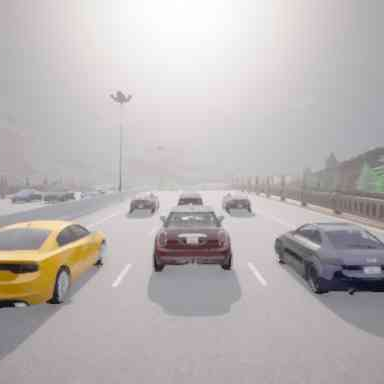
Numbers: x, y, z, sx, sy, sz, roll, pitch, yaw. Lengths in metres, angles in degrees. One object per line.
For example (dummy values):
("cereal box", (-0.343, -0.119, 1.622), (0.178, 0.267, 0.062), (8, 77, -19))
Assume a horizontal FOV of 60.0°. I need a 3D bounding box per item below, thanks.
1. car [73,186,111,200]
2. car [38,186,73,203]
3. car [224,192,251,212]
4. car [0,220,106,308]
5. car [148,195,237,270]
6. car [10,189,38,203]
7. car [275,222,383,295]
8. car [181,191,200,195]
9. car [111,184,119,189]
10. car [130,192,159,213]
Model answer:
("car", (-10.881, 0.310, 36.558), (2.128, 1.511, 4.902), (0, 2, 0))
("car", (-14.378, 0.204, 36.202), (2.097, 1.767, 4.553), (0, 2, 0))
("car", (3.385, 0.716, 25.680), (1.812, 1.442, 4.674), (0, 2, 0))
("car", (-3.484, 1.404, 7.997), (1.882, 1.535, 5.008), (0, 2, 0))
("car", (0.005, 1.177, 10.634), (2.097, 1.767, 4.553), (0, 2, 0))
("car", (-17.879, 0.394, 36.280), (1.812, 1.442, 4.674), (0, 2, 0))
("car", (3.516, 1.439, 8.503), (1.994, 1.385, 4.181), (0, 2, 0))
("car", (-0.121, 0.648, 26.634), (1.882, 1.535, 5.008), (0, 2, 0))
("car", (-18.128, -1.030, 78.376), (1.837, 1.490, 4.892), (0, -2, 0))
("car", (-3.615, 0.756, 25.634), (1.812, 1.442, 4.674), (0, 2, 0))
